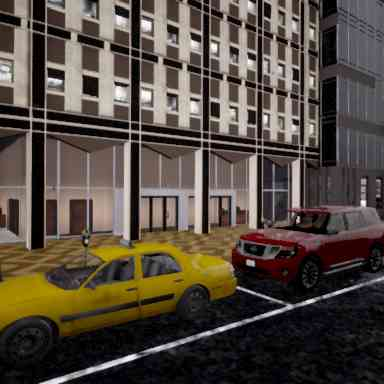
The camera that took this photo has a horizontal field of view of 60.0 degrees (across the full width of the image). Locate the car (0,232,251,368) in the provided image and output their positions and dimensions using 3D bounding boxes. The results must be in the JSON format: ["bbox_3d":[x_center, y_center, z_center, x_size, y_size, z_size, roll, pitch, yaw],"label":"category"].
[{"bbox_3d":[-1.387,1.525,5.723,4.829,1.417,1.752,0,0,-35],"label":"car"}]

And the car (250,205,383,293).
[{"bbox_3d":[3.392,1.314,9.094,5.009,1.841,2.192,0,0,-35],"label":"car"}]
